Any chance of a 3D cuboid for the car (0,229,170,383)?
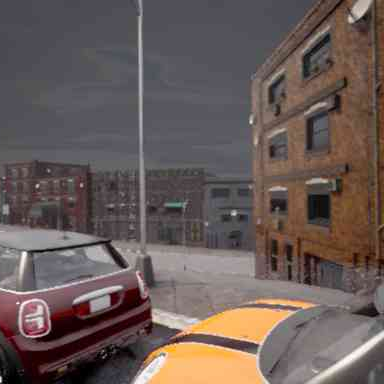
[{"bbox_3d":[-2.846,1.392,5.282,4.553,1.767,2.185,0,0,36],"label":"car"}]
